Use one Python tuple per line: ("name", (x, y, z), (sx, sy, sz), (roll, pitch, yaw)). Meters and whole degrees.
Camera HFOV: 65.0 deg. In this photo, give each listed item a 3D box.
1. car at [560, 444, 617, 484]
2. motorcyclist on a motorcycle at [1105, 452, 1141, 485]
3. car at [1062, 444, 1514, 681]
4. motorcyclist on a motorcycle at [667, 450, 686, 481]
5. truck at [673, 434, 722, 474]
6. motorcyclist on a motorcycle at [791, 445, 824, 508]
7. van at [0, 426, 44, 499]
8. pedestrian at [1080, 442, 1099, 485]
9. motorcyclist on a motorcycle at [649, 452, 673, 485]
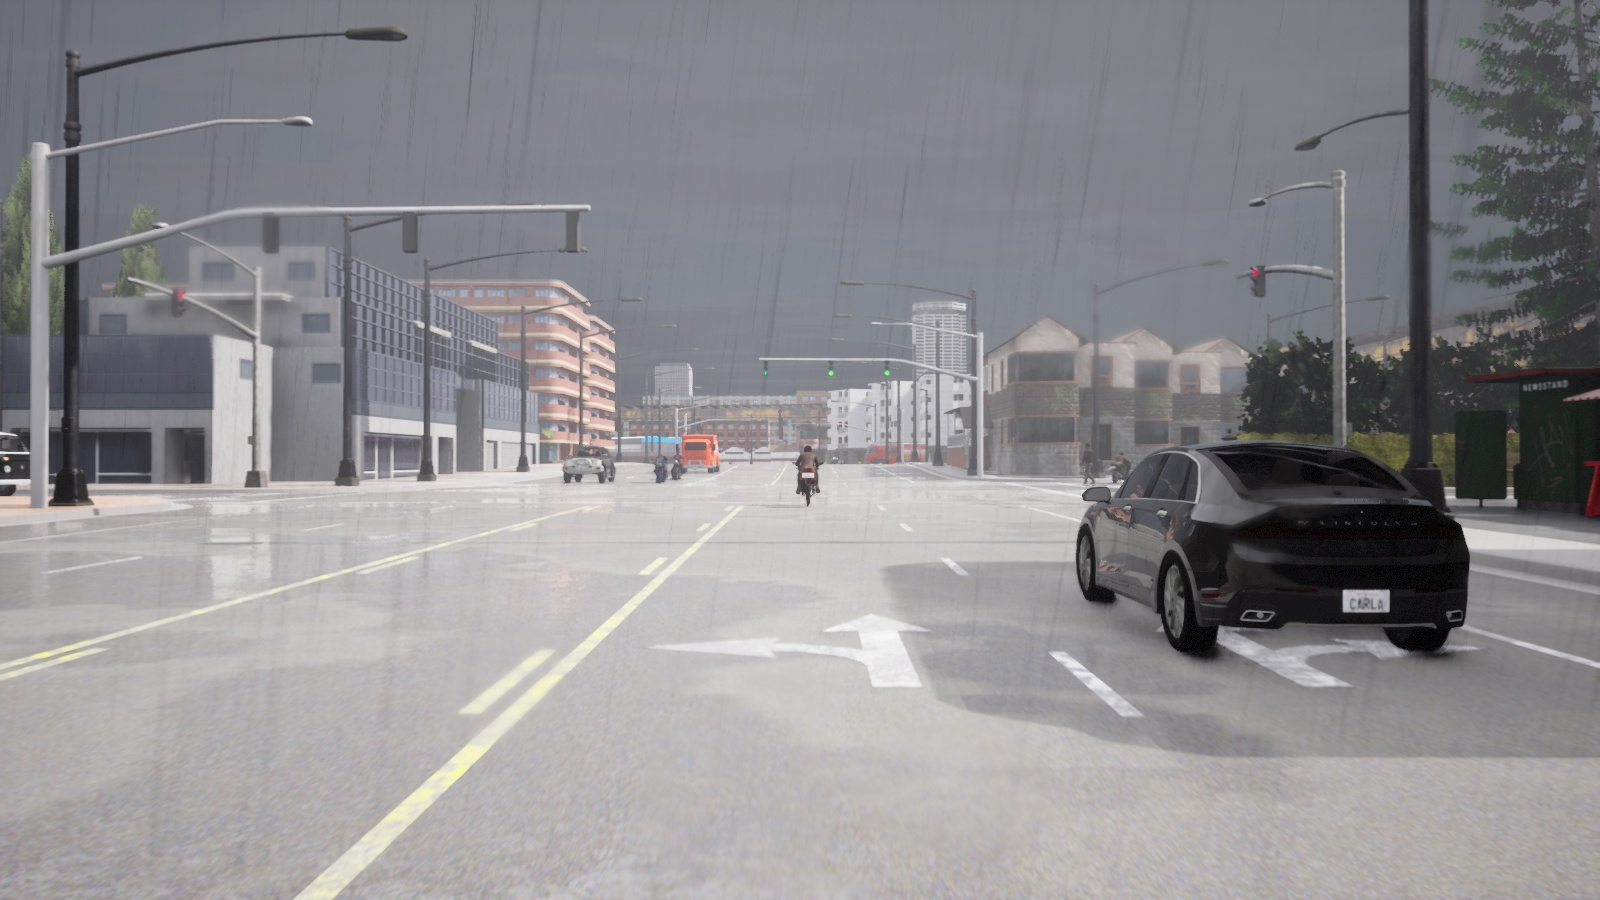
("car", (-10.138, 0.643, 60.487), (1.932, 1.855, 4.605), (0, 0, 0))
("motorcyclist on a motorcycle", (15.346, 0.872, 59.618), (0.797, 1.523, 2.044), (-5, -4, 39))
("car", (3.575, 0.697, 10.334), (1.837, 1.490, 4.892), (0, 0, 0))
("motorcyclist on a motorcycle", (-6.595, 0.803, 67.346), (0.766, 1.649, 2.350), (0, 0, 0))
("truck", (-6.519, 0.235, 80.473), (2.627, 2.467, 5.204), (0, 1, 0))
("motorcyclist on a motorcycle", (0.198, 0.646, 31.562), (0.797, 1.523, 2.044), (0, 0, 0))
("van", (-24.729, 0.365, 36.331), (4.480, 2.038, 2.069), (0, -1, 1))
("pedestrian", (12.405, 0.583, 53.799), (0.431, 1.840, 0.703), (0, -1, -38))
("motorcyclist on a motorcycle", (-6.638, 0.861, 60.009), (0.866, 1.530, 2.191), (0, 0, 0))
